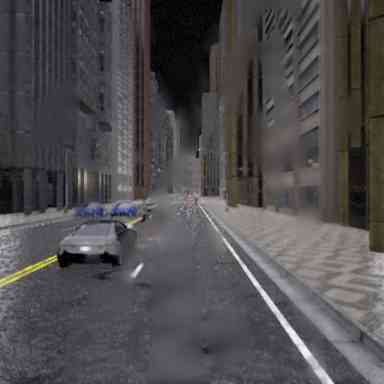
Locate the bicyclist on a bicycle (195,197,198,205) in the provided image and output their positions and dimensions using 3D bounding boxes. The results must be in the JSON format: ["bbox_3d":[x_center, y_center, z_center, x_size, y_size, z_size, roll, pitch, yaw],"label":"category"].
[{"bbox_3d":[0.899,1.901,69.884,0.659,1.776,1.843,0,0,0],"label":"bicyclist on a bicycle"}]

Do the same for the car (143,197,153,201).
[{"bbox_3d":[-9.744,1.833,73.975,2.128,1.511,4.902,0,0,0],"label":"car"}]

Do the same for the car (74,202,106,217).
[{"bbox_3d":[-9.842,1.754,32.404,1.882,1.535,5.008,0,0,0],"label":"car"}]

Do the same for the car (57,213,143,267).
[{"bbox_3d":[-3.155,1.674,11.878,1.994,1.385,4.181,0,0,0],"label":"car"}]

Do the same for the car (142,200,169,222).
[{"bbox_3d":[-3.150,1.755,28.724,1.837,1.490,4.892,0,0,0],"label":"car"}]

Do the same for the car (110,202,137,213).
[{"bbox_3d":[-6.592,1.754,32.419,1.882,1.535,5.008,0,0,0],"label":"car"}]

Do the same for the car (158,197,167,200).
[{"bbox_3d":[-6.494,1.832,73.974,1.812,1.442,4.674,0,0,0],"label":"car"}]

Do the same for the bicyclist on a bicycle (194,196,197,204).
[{"bbox_3d":[0.900,1.947,78.883,0.659,1.776,1.843,0,0,0],"label":"bicyclist on a bicycle"}]
